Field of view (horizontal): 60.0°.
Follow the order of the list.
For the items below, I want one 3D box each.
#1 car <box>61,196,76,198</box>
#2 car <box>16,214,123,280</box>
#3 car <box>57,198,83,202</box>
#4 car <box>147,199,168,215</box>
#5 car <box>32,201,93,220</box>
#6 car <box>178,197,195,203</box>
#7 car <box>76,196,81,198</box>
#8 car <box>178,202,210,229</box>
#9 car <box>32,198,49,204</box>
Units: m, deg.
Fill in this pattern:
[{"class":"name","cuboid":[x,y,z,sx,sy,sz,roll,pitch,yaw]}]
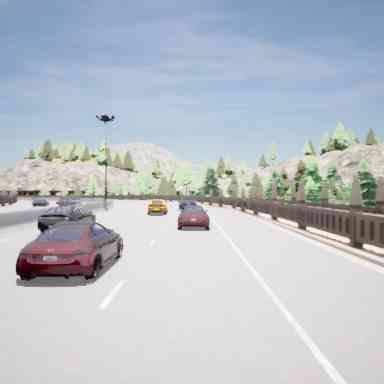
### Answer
[{"class":"car","cuboid":[-20.790,1.483,54.547,2.097,1.767,4.553,0,0,-15]},{"class":"car","cuboid":[-3.400,1.568,9.988,1.994,1.385,4.181,0,0,0]},{"class":"car","cuboid":[-14.626,1.665,39.982,1.895,1.301,4.718,0,0,-6]},{"class":"car","cuboid":[-3.590,1.524,34.954,1.882,1.535,5.008,0,0,-3]},{"class":"car","cuboid":[-6.901,1.505,18.757,2.128,1.511,4.902,0,0,0]},{"class":"car","cuboid":[-0.662,1.417,42.167,2.097,1.767,4.553,0,0,-6]},{"class":"car","cuboid":[-27.226,1.778,78.681,1.837,1.490,4.892,0,0,-30]},{"class":"car","cuboid":[0.099,1.582,21.544,1.994,1.385,4.181,0,0,0]},{"class":"car","cuboid":[-23.900,1.690,52.648,1.994,1.385,4.181,0,0,-14]}]
